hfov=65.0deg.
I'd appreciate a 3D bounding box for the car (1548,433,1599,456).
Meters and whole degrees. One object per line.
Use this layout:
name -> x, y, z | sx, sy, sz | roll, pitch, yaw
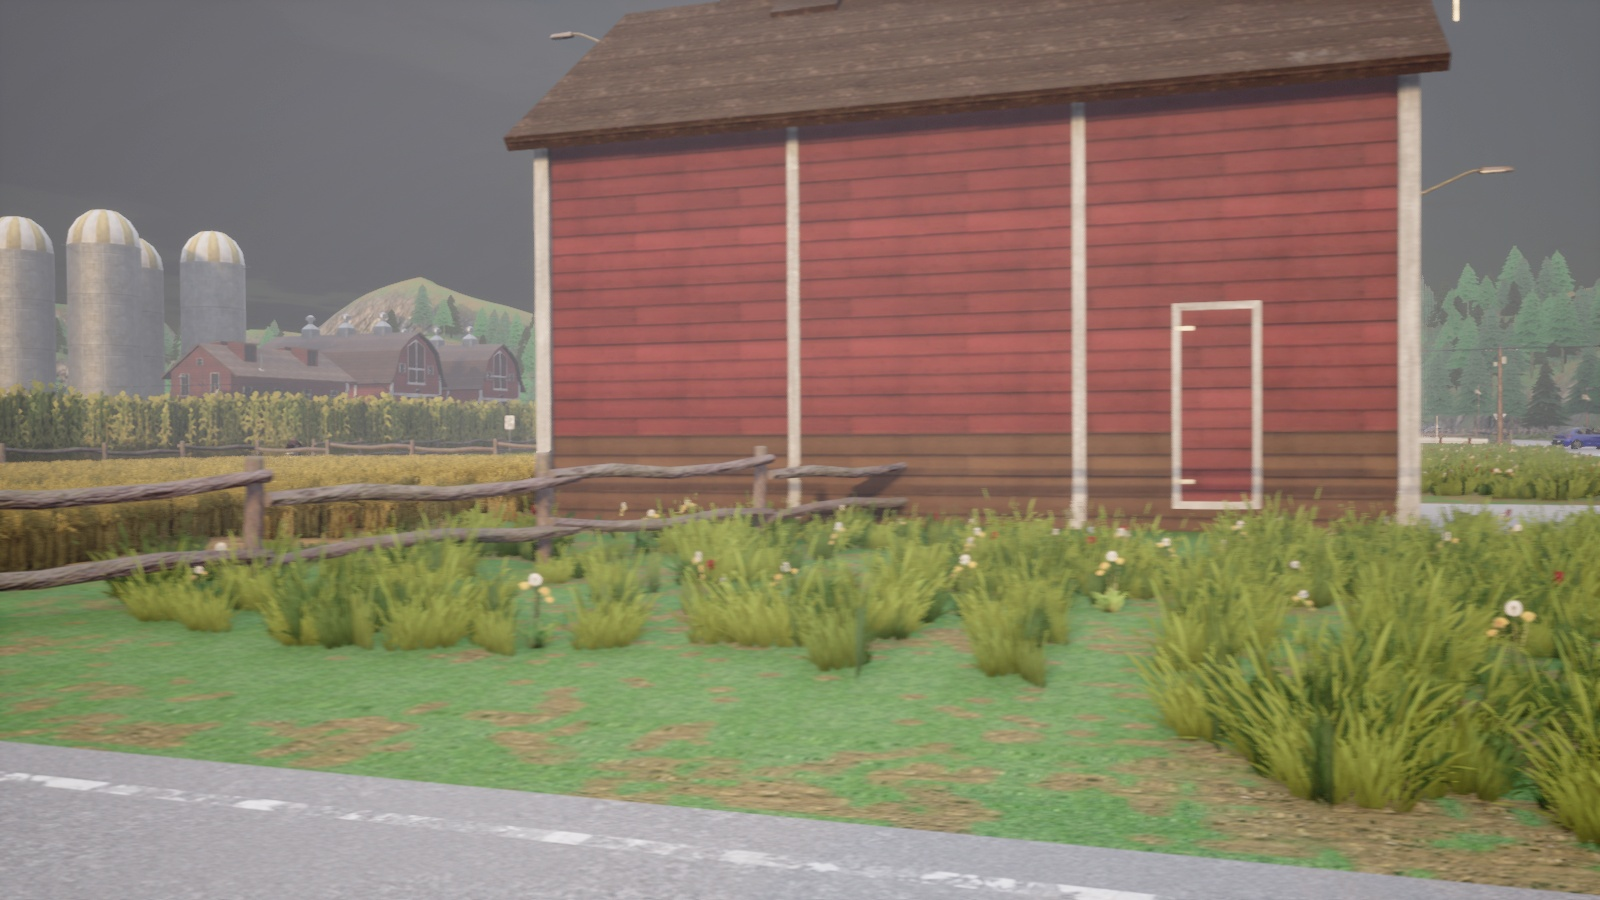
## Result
car -> 51.277, -0.372, 81.664 | 4.193, 1.474, 1.816 | 0, 1, -5
